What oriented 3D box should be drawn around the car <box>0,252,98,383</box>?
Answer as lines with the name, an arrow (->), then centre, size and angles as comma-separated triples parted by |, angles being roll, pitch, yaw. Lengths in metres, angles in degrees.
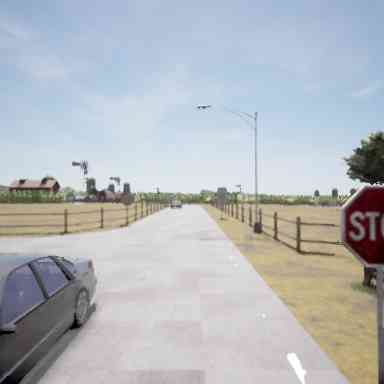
car -> -2.742, 1.584, 4.293 | 2.033, 1.411, 5.357 | 0, -1, 0

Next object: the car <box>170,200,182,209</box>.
car -> -2.671, 2.108, 55.925 | 2.128, 1.511, 4.902 | 0, -1, 0
